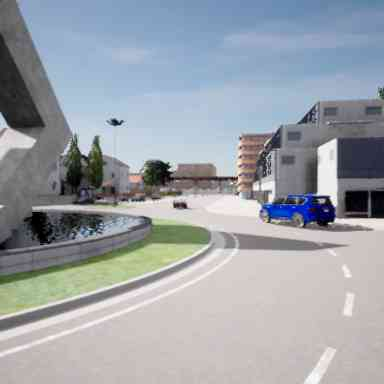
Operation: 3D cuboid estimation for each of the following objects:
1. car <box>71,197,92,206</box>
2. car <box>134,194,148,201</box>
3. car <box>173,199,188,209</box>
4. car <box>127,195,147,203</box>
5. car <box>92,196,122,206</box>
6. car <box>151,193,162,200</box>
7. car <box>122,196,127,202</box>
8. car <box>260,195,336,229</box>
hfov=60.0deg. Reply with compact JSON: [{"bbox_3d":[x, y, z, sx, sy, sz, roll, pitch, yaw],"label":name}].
[{"bbox_3d":[-17.167,1.444,53.516,2.033,1.411,5.357,0,0,15],"label":"car"},{"bbox_3d":[-12.719,1.382,83.113,2.128,1.511,4.902,0,0,7],"label":"car"},{"bbox_3d":[-1.499,1.530,44.652,1.895,1.301,4.718,0,0,0],"label":"car"},{"bbox_3d":[-11.034,1.421,68.775,2.033,1.411,5.357,0,0,7],"label":"car"},{"bbox_3d":[-13.602,1.502,53.444,1.895,1.301,4.718,0,0,14],"label":"car"},{"bbox_3d":[-9.061,1.455,84.121,1.895,1.301,4.718,0,0,7],"label":"car"},{"bbox_3d":[-14.580,1.430,68.642,1.994,1.385,4.181,0,0,7],"label":"car"},{"bbox_3d":[6.804,1.196,22.008,2.150,2.045,5.566,-1,0,-24],"label":"car"}]
